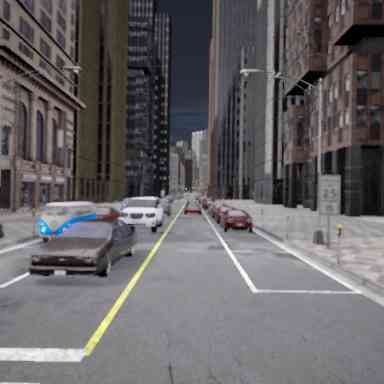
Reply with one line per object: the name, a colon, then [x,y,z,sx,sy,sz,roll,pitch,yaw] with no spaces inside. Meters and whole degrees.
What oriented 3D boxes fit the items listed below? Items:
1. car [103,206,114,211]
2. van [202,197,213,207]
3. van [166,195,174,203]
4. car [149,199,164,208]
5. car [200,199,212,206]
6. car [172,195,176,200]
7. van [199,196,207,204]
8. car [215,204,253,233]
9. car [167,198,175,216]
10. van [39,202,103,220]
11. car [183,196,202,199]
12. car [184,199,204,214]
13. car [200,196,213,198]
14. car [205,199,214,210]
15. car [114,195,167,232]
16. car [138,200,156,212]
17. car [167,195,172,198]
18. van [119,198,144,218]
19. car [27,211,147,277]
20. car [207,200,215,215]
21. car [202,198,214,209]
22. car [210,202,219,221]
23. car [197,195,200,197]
car: [-5.785,1.601,21.424,1.887,1.381,4.507,1,0,0]
van: [2.722,1.805,60.092,1.690,1.788,3.998,1,0,0]
van: [-5.841,1.834,87.723,1.690,1.788,3.998,1,0,0]
car: [-5.815,1.824,54.573,2.008,1.369,4.403,1,0,0]
car: [2.712,2.052,65.616,2.008,1.369,4.403,1,0,0]
car: [-5.836,1.771,82.198,2.192,1.841,5.009,1,0,0]
van: [2.694,1.951,82.193,1.690,1.788,3.998,1,0,0]
car: [2.769,1.756,21.414,1.887,1.381,4.507,1,0,0]
car: [-3.090,1.695,34.625,1.837,1.490,4.892,1,0,0]
van: [-5.777,1.363,15.900,1.690,1.788,3.998,1,0,0]
car: [-0.037,1.844,50.704,2.128,1.511,4.902,1,0,0]
car: [0.079,1.842,39.050,1.994,1.385,4.181,1,0,-1]
car: [2.730,1.743,54.567,2.192,1.841,5.009,1,0,0]
car: [2.748,1.846,38.159,1.752,1.417,4.829,1,0,0]
car: [-3.088,1.326,21.352,2.150,2.045,5.566,1,0,0]
car: [-5.805,1.783,43.523,1.802,1.307,4.206,1,0,0]
car: [-5.829,1.907,70.977,1.752,1.417,4.829,1,0,0]
van: [-5.792,1.469,32.474,1.690,1.788,3.998,1,0,0]
car: [-3.057,1.586,10.688,2.033,1.411,5.357,1,0,3]
car: [2.755,1.828,32.464,1.887,1.381,4.507,1,0,0]
car: [2.734,1.936,49.040,1.887,1.381,4.507,1,0,0]
car: [2.762,1.791,26.939,1.887,1.381,4.507,1,0,0]
car: [2.700,2.014,76.668,1.967,1.590,4.097,1,0,0]
